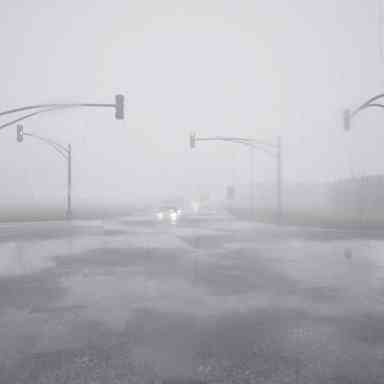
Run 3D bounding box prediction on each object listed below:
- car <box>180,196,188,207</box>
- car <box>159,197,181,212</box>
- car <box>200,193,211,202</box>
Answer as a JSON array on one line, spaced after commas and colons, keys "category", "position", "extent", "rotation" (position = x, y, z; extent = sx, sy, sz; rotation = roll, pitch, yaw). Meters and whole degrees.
[{"category": "car", "position": [-2.207, 1.485, 49.653], "extent": [2.128, 1.511, 4.902], "rotation": [0, 0, 3]}, {"category": "car", "position": [-2.701, 1.599, 39.588], "extent": [1.895, 1.301, 4.718], "rotation": [0, 0, 3]}, {"category": "car", "position": [2.924, 1.195, 72.510], "extent": [2.150, 2.045, 5.566], "rotation": [0, 0, 5]}]
